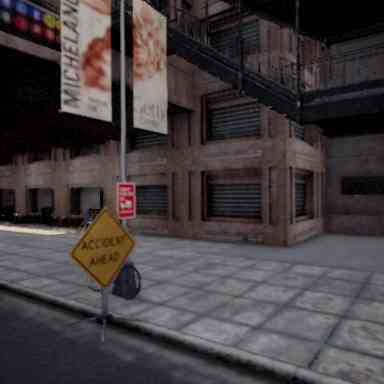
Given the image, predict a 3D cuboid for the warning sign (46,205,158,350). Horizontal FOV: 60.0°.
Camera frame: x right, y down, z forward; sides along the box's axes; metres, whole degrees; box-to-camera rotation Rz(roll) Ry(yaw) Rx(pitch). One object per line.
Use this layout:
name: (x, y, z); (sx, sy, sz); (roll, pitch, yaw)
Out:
warning sign: (-1.378, 1.159, 5.220); (1.060, 1.860, 1.300); (-1, 0, 35)
